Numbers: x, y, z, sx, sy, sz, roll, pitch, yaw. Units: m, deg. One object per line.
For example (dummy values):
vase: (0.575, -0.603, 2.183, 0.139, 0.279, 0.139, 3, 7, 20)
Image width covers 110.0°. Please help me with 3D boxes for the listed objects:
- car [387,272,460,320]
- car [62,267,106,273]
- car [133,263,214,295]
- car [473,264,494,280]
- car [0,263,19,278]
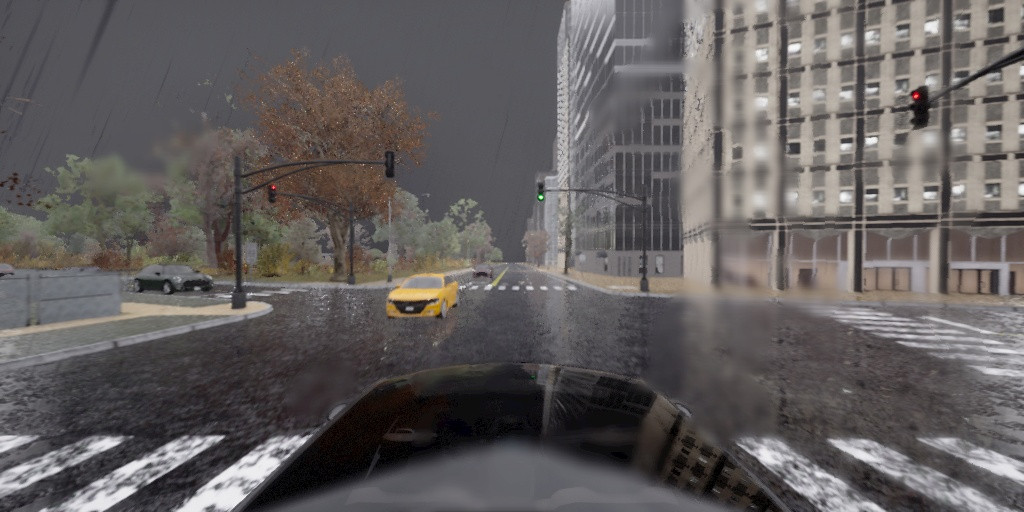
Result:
car: (-3.223, 1.412, 13.816, 1.882, 1.535, 5.008, 0, 0, 0)
car: (-30.112, 1.461, 25.238, 5.357, 1.411, 2.033, 0, 1, 21)
car: (-20.195, 1.289, 21.456, 4.553, 1.767, 2.097, 0, 1, 21)
car: (-3.170, 1.670, 40.082, 2.097, 1.767, 4.553, 0, -1, 0)
car: (-43.939, 1.359, 30.517, 5.008, 1.535, 1.882, 0, 1, 21)
